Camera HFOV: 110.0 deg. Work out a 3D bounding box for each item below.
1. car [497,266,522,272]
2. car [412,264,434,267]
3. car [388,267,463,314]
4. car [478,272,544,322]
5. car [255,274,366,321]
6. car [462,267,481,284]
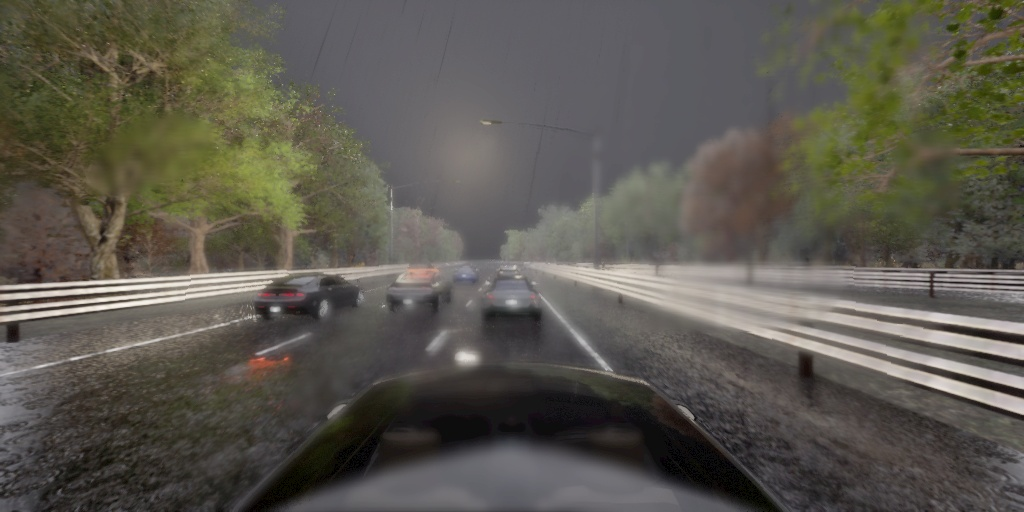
[{"bbox_3d":[-0.206,1.580,30.067,2.128,1.511,4.902,0,-1,-1],"label":"car"},{"bbox_3d":[-7.203,1.439,29.760,2.097,1.767,4.553,0,-1,-1],"label":"car"},{"bbox_3d":[-3.481,1.390,14.554,2.128,1.511,4.902,0,-1,0],"label":"car"},{"bbox_3d":[0.030,1.443,12.975,1.994,1.385,4.181,0,-1,0],"label":"car"},{"bbox_3d":[-6.969,1.386,12.992,1.837,1.490,4.892,0,-1,0],"label":"car"},{"bbox_3d":[-3.720,1.662,30.737,1.994,1.385,4.181,0,-1,-1],"label":"car"}]
